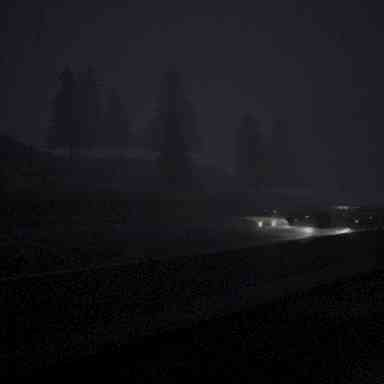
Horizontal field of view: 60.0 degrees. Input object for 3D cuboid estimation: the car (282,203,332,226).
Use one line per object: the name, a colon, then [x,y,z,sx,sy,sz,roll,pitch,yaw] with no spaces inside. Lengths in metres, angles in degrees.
car: [9.143,1.763,25.576,4.674,1.442,1.812,1,0,-45]

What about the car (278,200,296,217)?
car: [10.766,1.784,32.241,2.128,1.511,4.902,0,0,43]

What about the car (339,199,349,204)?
car: [32.015,2.178,69.854,2.128,1.511,4.902,0,0,25]

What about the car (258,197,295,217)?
car: [9.343,1.524,35.817,2.150,2.045,5.566,0,0,42]

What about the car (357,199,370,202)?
car: [34.134,2.185,66.132,1.837,1.490,4.892,0,0,27]

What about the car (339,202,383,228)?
car: [12.919,1.754,24.399,2.128,1.511,4.902,0,0,44]
